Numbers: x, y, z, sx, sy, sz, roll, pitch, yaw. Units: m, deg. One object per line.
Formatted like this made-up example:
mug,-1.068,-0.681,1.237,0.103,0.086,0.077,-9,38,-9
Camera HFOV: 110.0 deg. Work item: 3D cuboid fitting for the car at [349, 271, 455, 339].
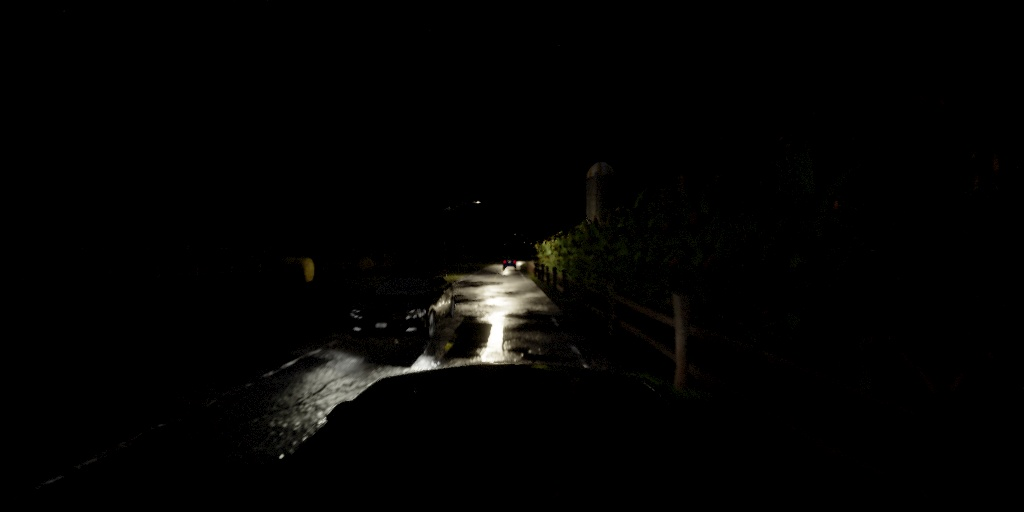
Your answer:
car,-2.868,1.245,10.334,1.882,1.535,5.008,0,0,0

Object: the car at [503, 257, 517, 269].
car,-0.356,1.105,58.370,2.150,2.045,5.566,0,0,0
